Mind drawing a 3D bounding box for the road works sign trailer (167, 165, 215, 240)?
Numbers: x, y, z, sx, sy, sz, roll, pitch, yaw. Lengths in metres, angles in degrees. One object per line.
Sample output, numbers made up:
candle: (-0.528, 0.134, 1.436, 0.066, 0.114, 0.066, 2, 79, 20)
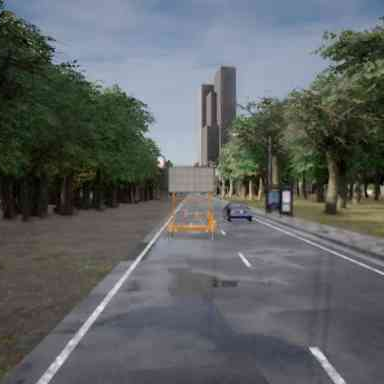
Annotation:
road works sign trailer: (-0.032, 0.447, 16.980, 2.380, 3.560, 2.880, 0, 0, 0)

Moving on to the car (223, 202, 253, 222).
car: (3.551, 1.526, 26.485, 2.033, 1.411, 5.357, 0, 0, 0)
